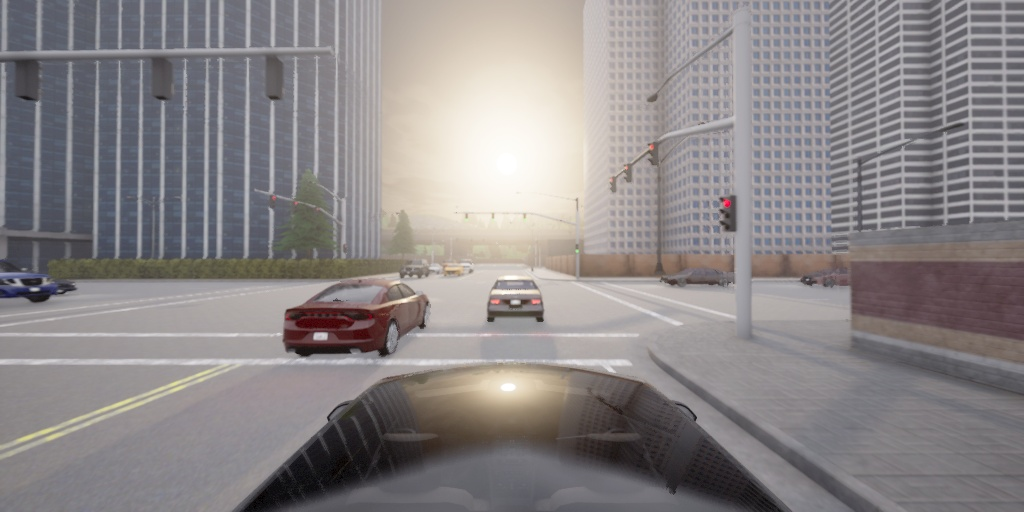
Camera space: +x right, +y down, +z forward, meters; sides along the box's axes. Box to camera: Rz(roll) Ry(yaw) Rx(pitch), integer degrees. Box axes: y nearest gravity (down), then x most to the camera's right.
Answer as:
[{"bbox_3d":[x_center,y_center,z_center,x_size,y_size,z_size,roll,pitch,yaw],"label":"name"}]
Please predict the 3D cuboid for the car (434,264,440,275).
[{"bbox_3d":[-10.544,1.762,48.881,1.812,1.442,4.674,0,-1,0],"label":"car"}]

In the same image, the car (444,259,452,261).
[{"bbox_3d":[-10.472,1.569,59.625,2.150,2.045,5.566,0,-1,0],"label":"car"}]

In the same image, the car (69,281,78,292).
[{"bbox_3d":[-26.784,1.475,19.125,5.357,1.411,2.033,0,-1,0],"label":"car"}]

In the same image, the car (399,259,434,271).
[{"bbox_3d":[-10.565,1.360,39.345,2.150,2.045,5.566,0,-1,0],"label":"car"}]

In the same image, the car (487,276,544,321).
[{"bbox_3d":[0.108,1.413,12.906,2.033,1.411,5.357,0,-1,0],"label":"car"}]

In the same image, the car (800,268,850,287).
[{"bbox_3d":[23.969,1.574,26.629,4.181,1.385,1.994,0,-1,1],"label":"car"}]

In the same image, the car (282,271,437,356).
[{"bbox_3d":[-3.400,1.301,8.857,1.882,1.535,5.008,0,0,0],"label":"car"}]

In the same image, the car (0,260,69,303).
[{"bbox_3d":[-23.596,1.114,15.650,5.566,2.045,2.150,0,-1,0],"label":"car"}]

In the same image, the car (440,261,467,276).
[{"bbox_3d":[-7.058,1.664,43.948,1.882,1.535,5.008,0,-1,0],"label":"car"}]

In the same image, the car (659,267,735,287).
[{"bbox_3d":[13.914,1.557,26.721,5.357,1.411,2.033,0,-1,0],"label":"car"}]

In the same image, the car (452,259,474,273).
[{"bbox_3d":[-7.023,1.510,53.791,2.150,2.045,5.566,0,-1,0],"label":"car"}]
